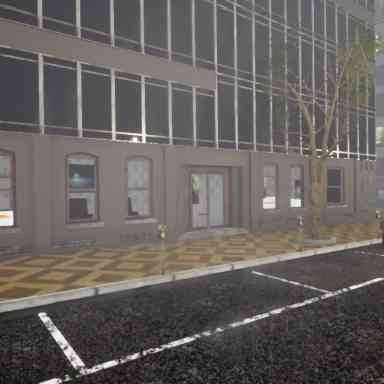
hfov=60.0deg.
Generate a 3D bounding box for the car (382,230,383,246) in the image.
[{"bbox_3d":[9.345,1.436,13.264,4.097,1.590,1.967,0,-1,-36],"label":"car"}]
